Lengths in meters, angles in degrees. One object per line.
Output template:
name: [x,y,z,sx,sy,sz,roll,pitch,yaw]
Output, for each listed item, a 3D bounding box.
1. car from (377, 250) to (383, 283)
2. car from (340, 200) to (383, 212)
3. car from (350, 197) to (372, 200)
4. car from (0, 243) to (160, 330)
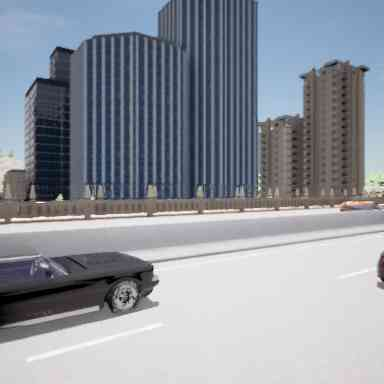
car: [6.445,1.565,8.224,4.181,1.385,1.994,0,0,-35]
car: [13.723,1.566,26.058,4.181,1.385,1.994,0,0,-34]
car: [18.968,1.355,37.987,4.553,1.767,2.097,0,0,-34]
car: [-2.980,1.601,5.914,4.718,1.301,1.895,0,0,-35]
